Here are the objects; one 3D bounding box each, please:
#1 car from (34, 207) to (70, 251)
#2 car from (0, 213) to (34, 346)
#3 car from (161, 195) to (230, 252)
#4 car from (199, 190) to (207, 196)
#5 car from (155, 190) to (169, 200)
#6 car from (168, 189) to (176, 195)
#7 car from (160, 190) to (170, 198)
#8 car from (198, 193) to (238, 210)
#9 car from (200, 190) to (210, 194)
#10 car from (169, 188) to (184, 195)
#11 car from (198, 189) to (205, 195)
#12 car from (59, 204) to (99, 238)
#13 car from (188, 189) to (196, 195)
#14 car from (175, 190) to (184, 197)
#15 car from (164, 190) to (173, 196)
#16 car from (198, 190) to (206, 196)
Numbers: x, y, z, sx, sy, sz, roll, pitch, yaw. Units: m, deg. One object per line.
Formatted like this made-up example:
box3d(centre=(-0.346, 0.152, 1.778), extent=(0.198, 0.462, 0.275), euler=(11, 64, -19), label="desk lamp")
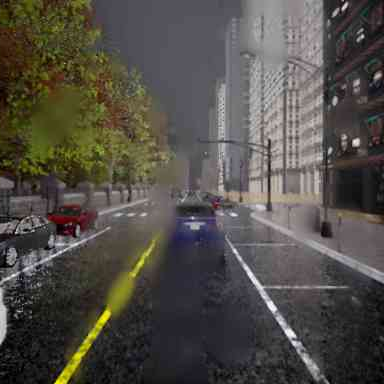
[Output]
box3d(centre=(-5.767, 1.387, 10.482), extent=(2.008, 1.369, 4.403), euler=(0, 1, 0), label="car")
box3d(centre=(-3.100, 1.197, 1.391), extent=(2.150, 2.045, 5.566), euler=(0, 1, 0), label="car")
box3d(centre=(0.097, 1.149, 13.024), extent=(2.097, 1.767, 4.553), euler=(0, 1, 0), label="car")
box3d(centre=(2.677, 0.337, 82.097), extent=(1.887, 1.381, 4.507), euler=(0, 1, 0), label="car")
box3d(centre=(-5.699, 0.692, 59.568), extent=(1.802, 1.307, 4.206), euler=(0, 1, 0), label="car")
box3d(centre=(-5.705, 0.078, 93.356), extent=(1.967, 1.590, 4.097), euler=(0, 1, 0), label="car")
box3d(centre=(-5.701, 0.389, 70.830), extent=(1.967, 1.590, 4.097), euler=(0, 1, 0), label="car")
box3d(centre=(2.571, 1.084, 30.754), extent=(1.994, 1.385, 4.181), euler=(-1, 1, 34), label="car")
box3d(centre=(2.682, 0.758, 53.937), extent=(1.947, 1.339, 4.313), euler=(0, 1, 0), label="car")
box3d(centre=(-3.023, 0.245, 65.493), extent=(2.150, 2.045, 5.566), euler=(0, 1, 0), label="car")
box3d(centre=(2.676, 0.078, 93.358), extent=(1.967, 1.590, 4.097), euler=(0, 1, 0), label="car")
box3d(centre=(-5.820, 1.297, 16.021), extent=(1.887, 1.381, 4.507), euler=(0, 1, 0), label="car")
box3d(centre=(-0.015, 0.151, 81.117), extent=(2.097, 1.767, 4.553), euler=(0, 1, 0), label="car")
box3d(centre=(-3.016, 0.315, 81.030), extent=(1.812, 1.442, 4.674), euler=(0, 1, 0), label="car")
box3d(centre=(-5.703, 0.319, 81.925), extent=(1.752, 1.417, 4.829), euler=(0, 1, 0), label="car")
box3d(centre=(2.676, 0.155, 87.727), extent=(1.967, 1.590, 4.097), euler=(0, 1, 0), label="car")
